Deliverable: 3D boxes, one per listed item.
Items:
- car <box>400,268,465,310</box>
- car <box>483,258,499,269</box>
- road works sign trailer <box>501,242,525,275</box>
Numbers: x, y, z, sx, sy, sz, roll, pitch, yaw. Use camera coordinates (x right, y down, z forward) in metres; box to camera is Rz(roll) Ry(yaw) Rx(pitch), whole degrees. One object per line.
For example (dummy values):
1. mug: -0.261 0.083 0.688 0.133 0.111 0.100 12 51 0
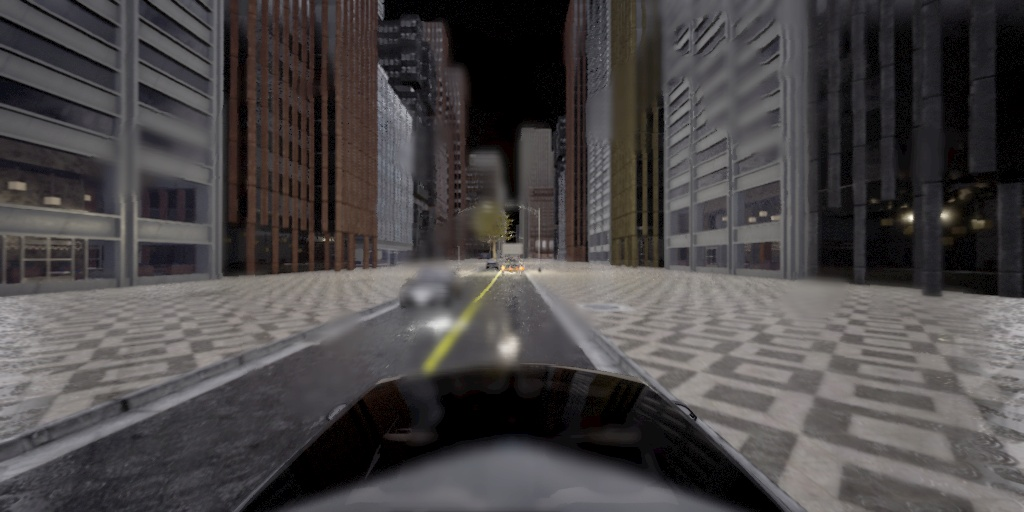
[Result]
1. car: -3.096 1.246 14.763 2.128 1.511 4.902 0 0 0
2. car: -3.042 1.339 55.907 2.033 1.411 5.357 0 0 1
3. road works sign trailer: 0.009 0.240 40.127 2.380 3.560 2.880 0 0 0
